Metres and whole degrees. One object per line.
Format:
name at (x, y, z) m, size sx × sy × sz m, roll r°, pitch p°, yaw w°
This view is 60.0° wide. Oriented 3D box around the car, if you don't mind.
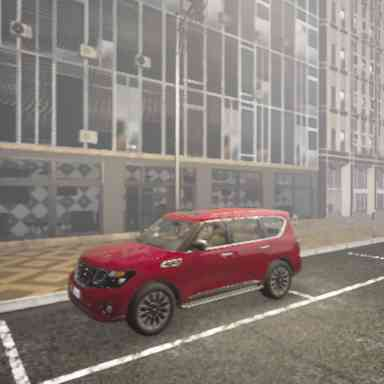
car at (0.178, 1.308, 6.858) m, size 5.009 × 1.841 × 2.192 m, roll 0°, pitch 0°, yaw -36°
